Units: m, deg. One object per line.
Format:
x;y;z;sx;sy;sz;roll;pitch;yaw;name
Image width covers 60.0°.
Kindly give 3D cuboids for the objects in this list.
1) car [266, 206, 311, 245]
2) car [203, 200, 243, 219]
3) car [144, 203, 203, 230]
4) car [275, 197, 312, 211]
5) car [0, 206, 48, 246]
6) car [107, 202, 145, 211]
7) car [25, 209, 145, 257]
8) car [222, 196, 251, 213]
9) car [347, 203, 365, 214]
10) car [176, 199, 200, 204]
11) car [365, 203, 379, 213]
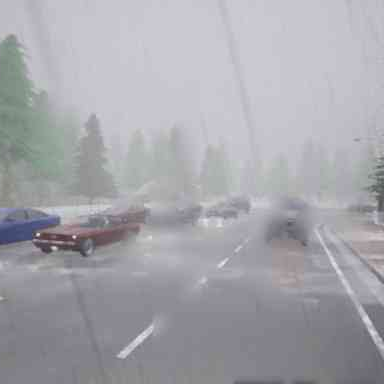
4.829;1.680;16.871;1.837;1.490;4.892;1;0;17;car
2.818;1.757;31.059;1.994;1.385;4.181;1;0;28;car
-1.042;1.666;21.788;1.895;1.301;4.718;1;0;19;car
11.337;1.633;37.133;2.150;2.045;5.566;1;0;42;car
-7.447;1.361;13.342;1.882;1.535;5.008;1;0;18;car
-4.471;1.468;22.434;1.882;1.535;5.008;1;0;19;car
-3.881;1.563;13.070;1.895;1.301;4.718;1;0;18;car
5.089;1.508;40.731;2.150;2.045;5.566;1;0;40;car
23.741;2.222;46.152;4.902;1.511;2.128;1;0;-25;car
-0.672;1.469;31.835;2.097;1.767;4.553;1;0;28;car
25.360;2.244;43.065;4.902;1.511;2.128;1;0;-26;car
